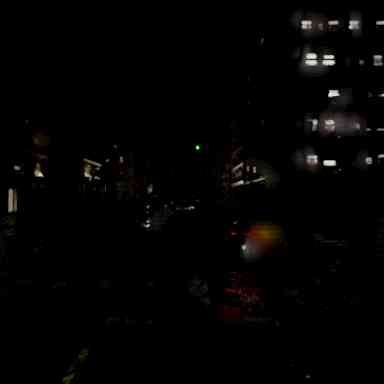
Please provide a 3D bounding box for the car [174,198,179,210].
[{"bbox_3d":[-3.130,1.355,41.922,2.097,1.767,4.553,0,0,0],"label":"car"}]

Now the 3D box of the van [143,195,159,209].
[{"bbox_3d":[-5.720,1.346,46.372,1.690,1.788,3.998,1,0,0],"label":"van"}]

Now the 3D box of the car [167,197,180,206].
[{"bbox_3d":[-3.112,1.606,55.593,1.895,1.301,4.718,0,0,0],"label":"car"}]

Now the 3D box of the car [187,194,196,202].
[{"bbox_3d":[-0.075,1.318,73.105,1.882,1.535,5.008,0,0,0],"label":"car"}]

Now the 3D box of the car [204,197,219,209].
[{"bbox_3d":[2.658,1.445,46.441,1.967,1.590,4.097,1,0,0],"label":"car"}]

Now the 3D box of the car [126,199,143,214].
[{"bbox_3d":[-5.789,1.548,35.003,1.887,1.381,4.507,1,0,0],"label":"car"}]

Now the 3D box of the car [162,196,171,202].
[{"bbox_3d":[-5.754,1.591,74.805,1.802,1.307,4.206,1,0,0],"label":"car"}]

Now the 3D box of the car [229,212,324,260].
[{"bbox_3d":[3.266,1.503,12.462,1.837,1.490,4.892,-4,-2,40],"label":"car"}]

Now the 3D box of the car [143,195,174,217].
[{"bbox_3d":[-3.093,1.355,31.350,2.097,1.767,4.553,0,0,-1],"label":"car"}]

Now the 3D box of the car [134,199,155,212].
[{"bbox_3d":[-5.719,1.549,40.684,1.887,1.381,4.507,1,0,0],"label":"car"}]

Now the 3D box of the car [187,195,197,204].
[{"bbox_3d":[-0.064,1.484,62.679,1.882,1.535,5.008,0,0,0],"label":"car"}]
